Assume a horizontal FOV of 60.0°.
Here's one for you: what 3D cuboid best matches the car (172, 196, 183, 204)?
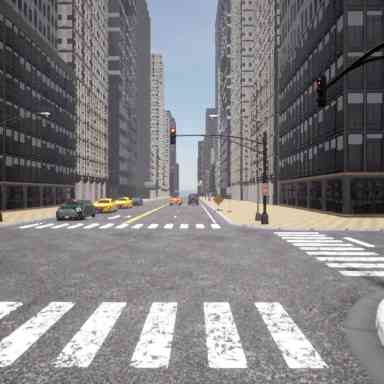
[{"bbox_3d":[-2.971,1.633,70.131,2.128,1.511,4.902,0,0,0],"label":"car"}]

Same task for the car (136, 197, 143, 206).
[{"bbox_3d":[-9.635,1.640,57.752,2.033,1.411,5.357,0,0,1],"label":"car"}]

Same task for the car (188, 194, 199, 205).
[{"bbox_3d":[0.278,1.606,60.154,1.837,1.490,4.892,0,0,0],"label":"car"}]

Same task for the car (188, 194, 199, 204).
[{"bbox_3d":[0.281,1.361,70.361,2.150,2.045,5.566,0,0,0],"label":"car"}]

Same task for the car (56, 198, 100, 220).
[{"bbox_3d":[-9.766,1.374,28.236,2.097,1.767,4.553,0,0,0],"label":"car"}]

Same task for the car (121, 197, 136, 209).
[{"bbox_3d":[-9.707,1.538,47.105,1.882,1.535,5.008,0,0,0],"label":"car"}]

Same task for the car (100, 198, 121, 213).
[{"bbox_3d":[-9.741,1.516,37.423,1.882,1.535,5.008,0,0,0],"label":"car"}]

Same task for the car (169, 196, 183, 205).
[{"bbox_3d":[-2.971,1.452,59.942,2.097,1.767,4.553,0,0,0],"label":"car"}]
